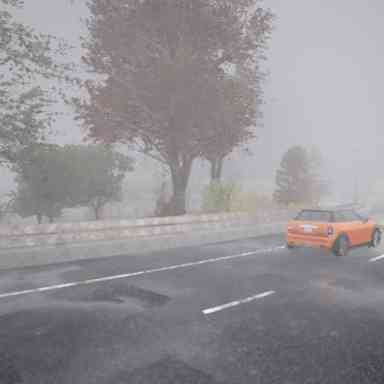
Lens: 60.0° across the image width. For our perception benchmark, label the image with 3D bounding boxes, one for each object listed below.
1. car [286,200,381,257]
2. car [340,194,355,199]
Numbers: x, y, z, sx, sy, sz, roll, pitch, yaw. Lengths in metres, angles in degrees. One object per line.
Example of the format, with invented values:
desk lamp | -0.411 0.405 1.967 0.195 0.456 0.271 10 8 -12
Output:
car | 5.769 1.382 13.369 4.553 1.767 2.097 0 0 -42
car | 40.281 1.350 86.770 2.097 1.767 4.553 0 0 0
